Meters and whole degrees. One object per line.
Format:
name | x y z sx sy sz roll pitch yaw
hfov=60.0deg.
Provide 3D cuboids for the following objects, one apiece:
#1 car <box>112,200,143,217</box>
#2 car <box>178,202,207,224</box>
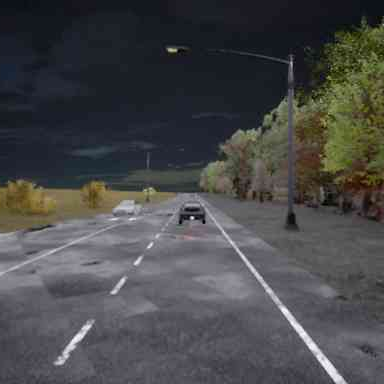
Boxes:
car | -5.910 1.505 31.071 1.812 1.442 4.674 0 0 6
car | 0.019 1.492 24.895 1.837 1.490 4.892 0 0 0
